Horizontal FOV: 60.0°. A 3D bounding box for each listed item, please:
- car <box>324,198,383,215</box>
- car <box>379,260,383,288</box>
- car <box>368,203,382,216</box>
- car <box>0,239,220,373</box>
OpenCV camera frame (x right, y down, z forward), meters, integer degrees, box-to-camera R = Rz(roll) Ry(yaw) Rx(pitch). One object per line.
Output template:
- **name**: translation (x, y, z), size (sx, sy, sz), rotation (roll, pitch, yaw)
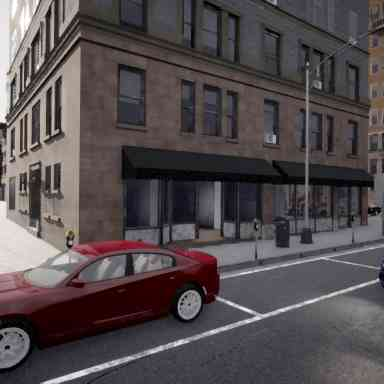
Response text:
- **car**: translation (16.234, 1.411, 33.312), size (2.033, 1.411, 5.357), rotation (1, 0, -35)
- **car**: translation (6.277, 1.527, 7.806), size (4.674, 1.442, 1.812), rotation (0, 0, -35)
- **car**: translation (14.468, 1.443, 30.161), size (1.895, 1.301, 4.718), rotation (1, 0, -35)
- **car**: translation (-1.574, 1.545, 5.630), size (4.507, 1.381, 1.887), rotation (0, 1, -35)
